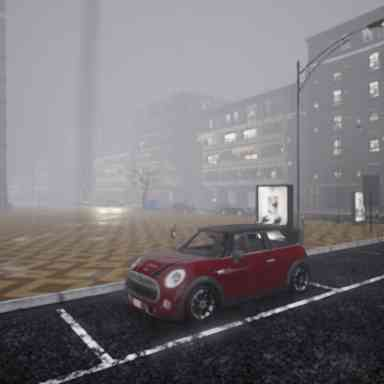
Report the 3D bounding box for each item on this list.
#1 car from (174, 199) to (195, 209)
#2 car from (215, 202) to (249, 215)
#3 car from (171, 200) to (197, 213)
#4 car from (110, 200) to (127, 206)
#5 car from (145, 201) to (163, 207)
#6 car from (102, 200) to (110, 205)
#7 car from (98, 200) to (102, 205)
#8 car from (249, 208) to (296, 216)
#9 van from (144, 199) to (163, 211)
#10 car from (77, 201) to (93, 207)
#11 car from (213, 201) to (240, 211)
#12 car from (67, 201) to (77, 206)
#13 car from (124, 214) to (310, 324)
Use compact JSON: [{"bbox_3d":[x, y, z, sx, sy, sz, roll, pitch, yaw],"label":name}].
[{"bbox_3d":[-1.411,2.177,60.876,1.967,1.590,4.097,-2,0,-37],"label":"car"},{"bbox_3d":[5.044,2.010,37.917,2.008,1.369,4.403,-1,0,-37],"label":"car"},{"bbox_3d":[-1.139,2.158,46.315,1.887,1.381,4.507,-1,0,-37],"label":"car"},{"bbox_3d":[-18.023,2.591,83.224,1.967,1.590,4.097,-2,0,-37],"label":"car"},{"bbox_3d":[-8.054,2.484,69.813,1.802,1.307,4.206,-2,0,-37],"label":"car"},{"bbox_3d":[-21.341,2.800,87.694,1.947,1.339,4.313,-2,0,-37],"label":"car"},{"bbox_3d":[-24.663,2.863,92.164,1.887,1.381,4.507,-2,0,-37],"label":"car"},{"bbox_3d":[8.366,1.928,33.446,2.008,1.369,4.403,-1,0,-37],"label":"car"},{"bbox_3d":[-6.145,2.080,53.139,1.690,1.788,3.998,-1,0,-37],"label":"van"},{"bbox_3d":[-24.746,2.755,78.226,2.008,1.369,4.403,-1,0,-37],"label":"car"},{"bbox_3d":[5.295,2.153,51.980,1.802,1.307,4.206,-2,0,-37],"label":"car"},{"bbox_3d":[-31.390,2.915,87.166,1.887,1.381,4.507,-1,0,-37],"label":"car"},{"bbox_3d":[0.634,1.447,7.085,4.097,1.590,1.967,0,0,-36],"label":"car"}]
